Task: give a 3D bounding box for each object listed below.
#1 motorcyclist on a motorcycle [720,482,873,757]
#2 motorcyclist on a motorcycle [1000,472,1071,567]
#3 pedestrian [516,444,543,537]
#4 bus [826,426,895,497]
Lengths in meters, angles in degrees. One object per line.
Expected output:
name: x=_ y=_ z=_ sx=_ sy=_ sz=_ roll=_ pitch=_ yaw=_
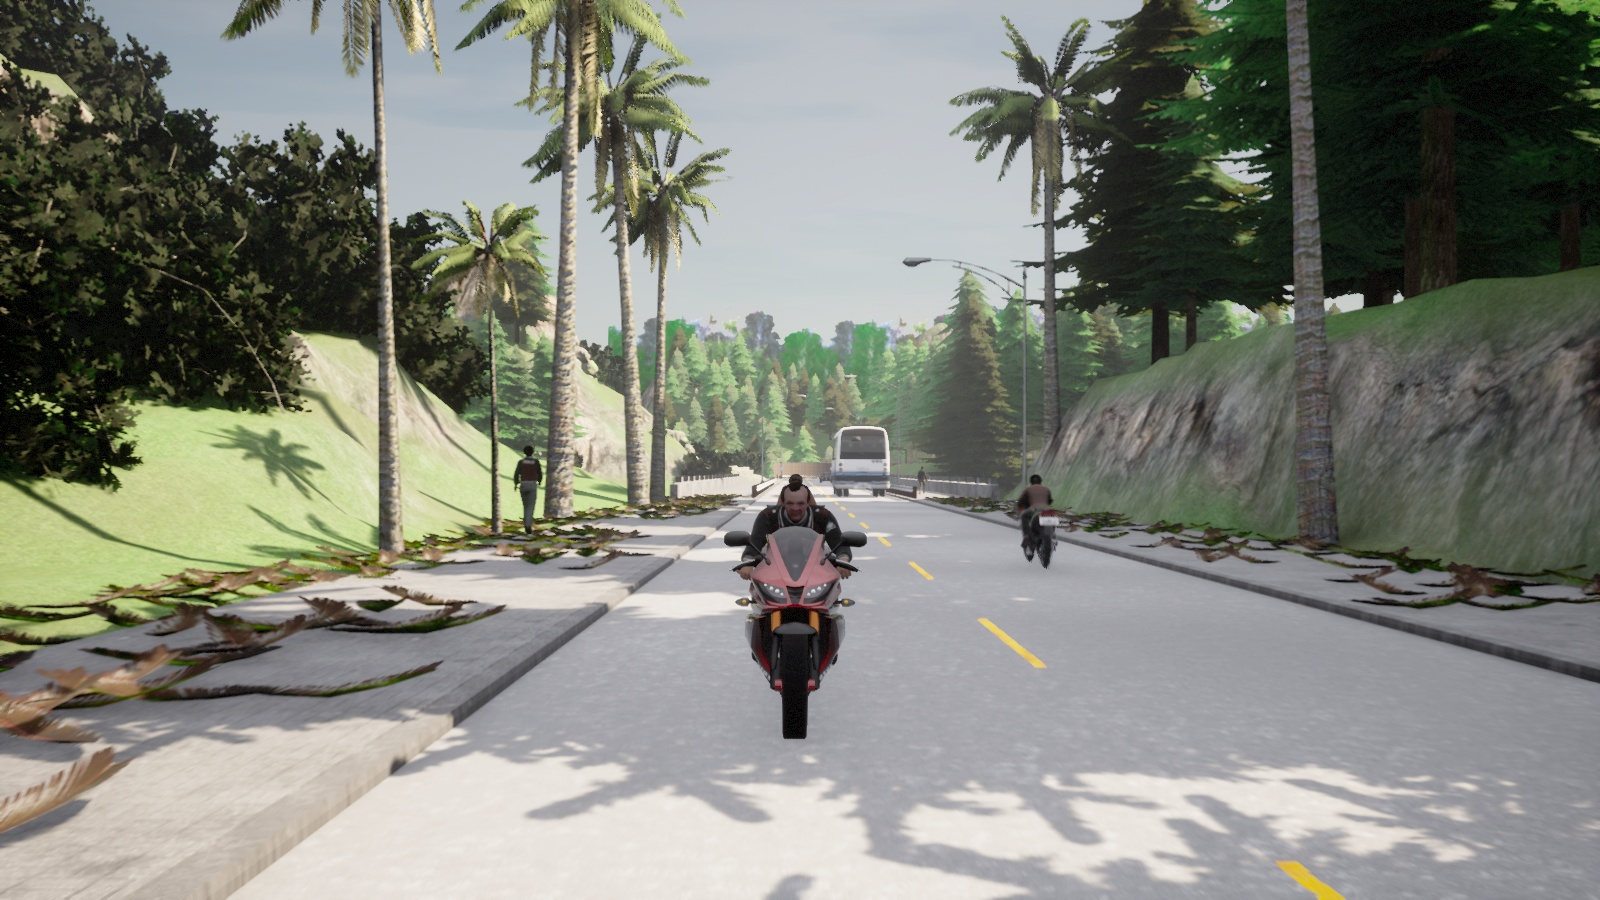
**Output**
motorcyclist on a motorcycle: x=-0.023 y=0.987 z=8.221 sx=0.866 sy=1.530 sz=2.191 roll=0 pitch=-1 yaw=0
motorcyclist on a motorcycle: x=3.937 y=1.134 z=21.128 sx=0.797 sy=1.523 sz=2.044 roll=0 pitch=-1 yaw=0
pedestrian: x=-5.674 y=0.854 z=26.387 sx=0.402 sy=1.930 sz=0.666 roll=0 pitch=-1 yaw=2
bus: x=3.749 y=0.778 z=80.947 sx=3.944 sy=4.253 sz=10.273 roll=0 pitch=-1 yaw=0
